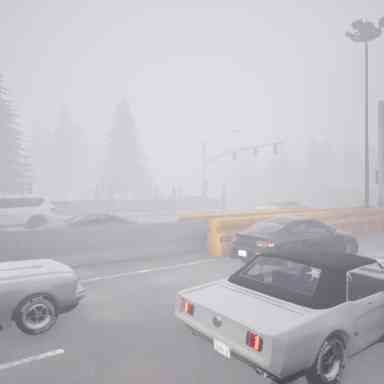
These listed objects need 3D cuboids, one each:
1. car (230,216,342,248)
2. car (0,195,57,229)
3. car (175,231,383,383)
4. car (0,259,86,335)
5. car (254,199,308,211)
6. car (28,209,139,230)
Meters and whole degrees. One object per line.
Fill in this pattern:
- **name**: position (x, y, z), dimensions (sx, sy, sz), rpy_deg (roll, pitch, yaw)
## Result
- **car**: position (3.244, 1.475, 10.322), dimensions (4.674, 1.442, 1.812), rpy_deg (-1, 0, -35)
- **car**: position (-10.296, 1.216, 18.133), dimensions (5.566, 2.045, 2.150), rpy_deg (0, 0, -35)
- **car**: position (2.174, 1.577, 5.280), dimensions (4.718, 1.301, 1.895), rpy_deg (-1, 0, -35)
- **car**: position (-4.178, 1.601, 5.065), dimensions (4.718, 1.301, 1.895), rpy_deg (0, 0, -35)
- **car**: position (6.972, 1.340, 25.930), dimensions (5.008, 1.535, 1.882), rpy_deg (0, 0, -35)
- **car**: position (-4.256, 1.542, 13.829), dimensions (4.181, 1.385, 1.994), rpy_deg (0, 0, -35)
